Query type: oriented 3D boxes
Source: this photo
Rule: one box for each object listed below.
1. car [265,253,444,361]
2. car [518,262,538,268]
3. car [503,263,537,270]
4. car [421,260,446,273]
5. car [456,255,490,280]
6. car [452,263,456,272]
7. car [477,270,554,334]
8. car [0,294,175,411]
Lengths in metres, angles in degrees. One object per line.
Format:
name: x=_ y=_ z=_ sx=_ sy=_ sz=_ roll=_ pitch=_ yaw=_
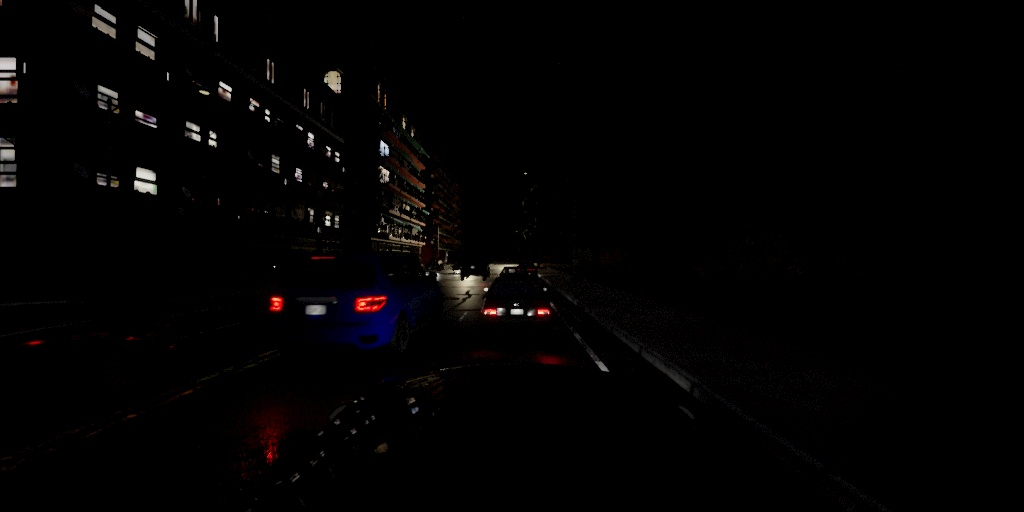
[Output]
car: x=-3.145 y=0.970 z=8.433 sx=2.150 sy=2.045 sz=5.566 roll=0 pitch=0 yaw=0
car: x=1.164 y=1.258 z=30.682 sx=1.837 sy=1.490 sz=4.892 roll=0 pitch=0 yaw=0
car: x=0.116 y=1.300 z=20.915 sx=2.033 sy=1.411 sz=5.357 roll=0 pitch=0 yaw=0
car: x=-9.810 y=1.243 z=45.287 sx=2.128 sy=1.511 sz=4.902 roll=0 pitch=0 yaw=0
car: x=-3.118 y=0.974 z=30.920 sx=2.150 sy=2.045 sz=5.566 roll=0 pitch=0 yaw=0
car: x=-6.558 y=1.316 z=46.874 sx=1.994 sy=1.385 sz=4.181 roll=0 pitch=0 yaw=0
car: x=0.110 y=1.299 z=10.554 sx=2.033 sy=1.411 sz=5.357 roll=0 pitch=0 yaw=0
car: x=-6.599 y=1.242 z=3.929 sx=2.128 sy=1.511 sz=4.902 roll=0 pitch=0 yaw=0
